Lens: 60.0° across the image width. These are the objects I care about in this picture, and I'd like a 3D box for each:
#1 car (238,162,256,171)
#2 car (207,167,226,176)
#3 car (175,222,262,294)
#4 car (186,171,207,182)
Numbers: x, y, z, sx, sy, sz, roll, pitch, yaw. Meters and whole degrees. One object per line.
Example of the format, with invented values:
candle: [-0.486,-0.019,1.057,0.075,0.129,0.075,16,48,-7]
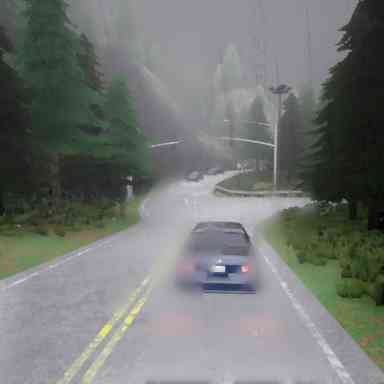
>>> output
car: [11.843,-5.472,70.995,4.892,1.490,1.837,-9,9,-36]
car: [4.607,-4.043,63.618,2.128,1.511,4.902,4,10,36]
car: [0.722,1.499,8.847,2.033,1.411,5.357,0,0,5]
car: [0.540,-2.562,55.072,1.837,1.490,4.892,2,10,19]
